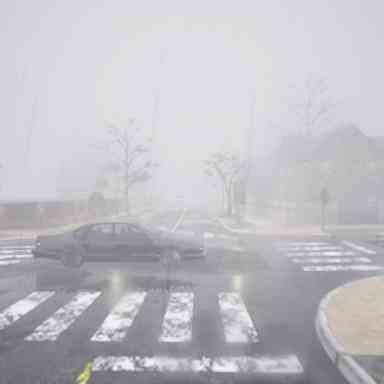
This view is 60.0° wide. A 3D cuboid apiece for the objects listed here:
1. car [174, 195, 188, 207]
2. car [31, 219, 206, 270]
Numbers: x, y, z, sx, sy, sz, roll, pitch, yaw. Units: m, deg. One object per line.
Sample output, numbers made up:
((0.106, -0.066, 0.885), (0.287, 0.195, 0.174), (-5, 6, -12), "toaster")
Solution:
((-1.957, 1.594, 60.131), (2.150, 2.045, 5.566), (0, 0, 1), "car")
((-2.231, 1.606, 10.794), (5.357, 1.411, 2.033), (0, 0, 1), "car")
